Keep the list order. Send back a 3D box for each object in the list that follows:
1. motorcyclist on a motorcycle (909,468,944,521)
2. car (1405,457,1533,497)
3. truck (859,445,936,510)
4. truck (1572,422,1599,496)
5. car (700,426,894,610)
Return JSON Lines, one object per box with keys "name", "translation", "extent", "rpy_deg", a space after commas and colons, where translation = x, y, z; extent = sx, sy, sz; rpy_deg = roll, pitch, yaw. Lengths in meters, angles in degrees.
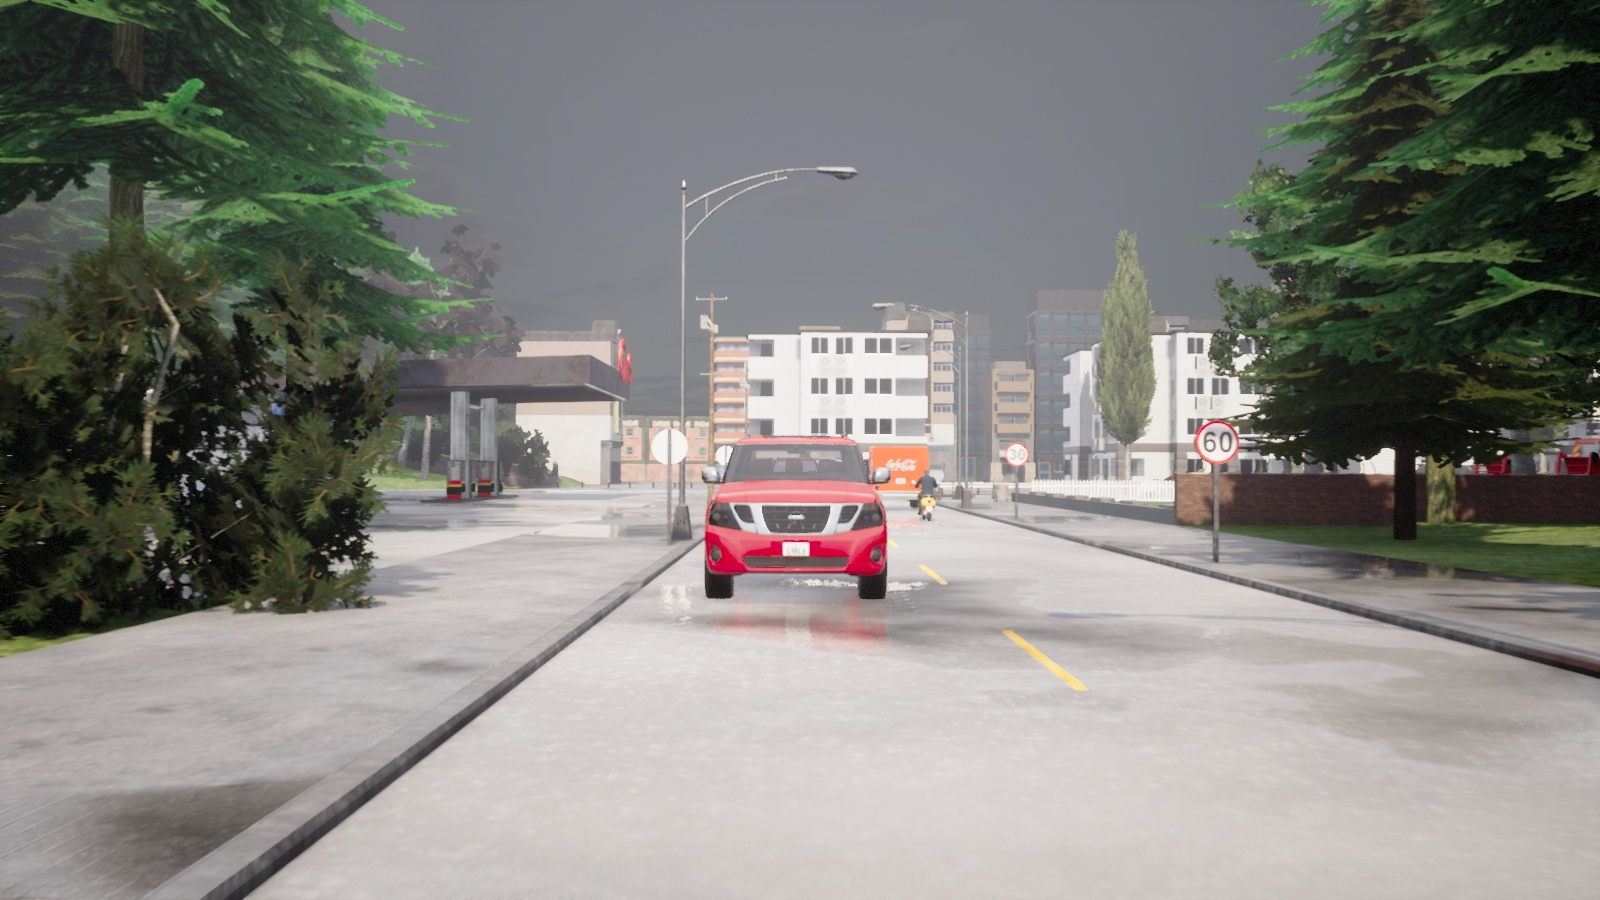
{"name": "motorcyclist on a motorcycle", "translation": [3.872, 1.340, 38.478], "extent": [0.866, 1.590, 1.817], "rpy_deg": [0, -1, 0]}
{"name": "car", "translation": [35.167, 1.404, 66.135], "extent": [5.566, 2.045, 2.150], "rpy_deg": [0, -1, 0]}
{"name": "truck", "translation": [3.825, 1.082, 50.333], "extent": [2.627, 2.467, 5.204], "rpy_deg": [0, -1, 0]}
{"name": "truck", "translation": [45.844, 0.478, 66.167], "extent": [8.468, 3.827, 2.891], "rpy_deg": [0, -1, 0]}
{"name": "car", "translation": [-0.047, 0.786, 16.764], "extent": [2.150, 2.045, 5.566], "rpy_deg": [0, -1, 0]}
